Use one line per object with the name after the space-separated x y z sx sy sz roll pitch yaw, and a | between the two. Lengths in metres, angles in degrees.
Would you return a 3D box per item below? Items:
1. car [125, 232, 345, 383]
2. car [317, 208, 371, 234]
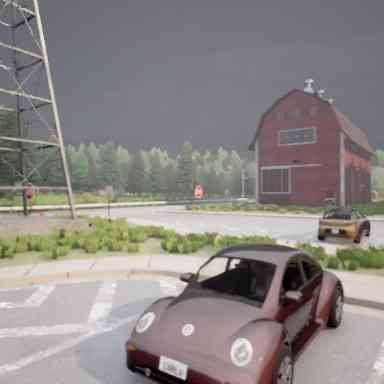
0.931 1.526 4.918 1.784 1.438 3.905 0 0 36 | car
7.409 1.514 16.098 1.816 1.474 4.193 0 0 36 | car
